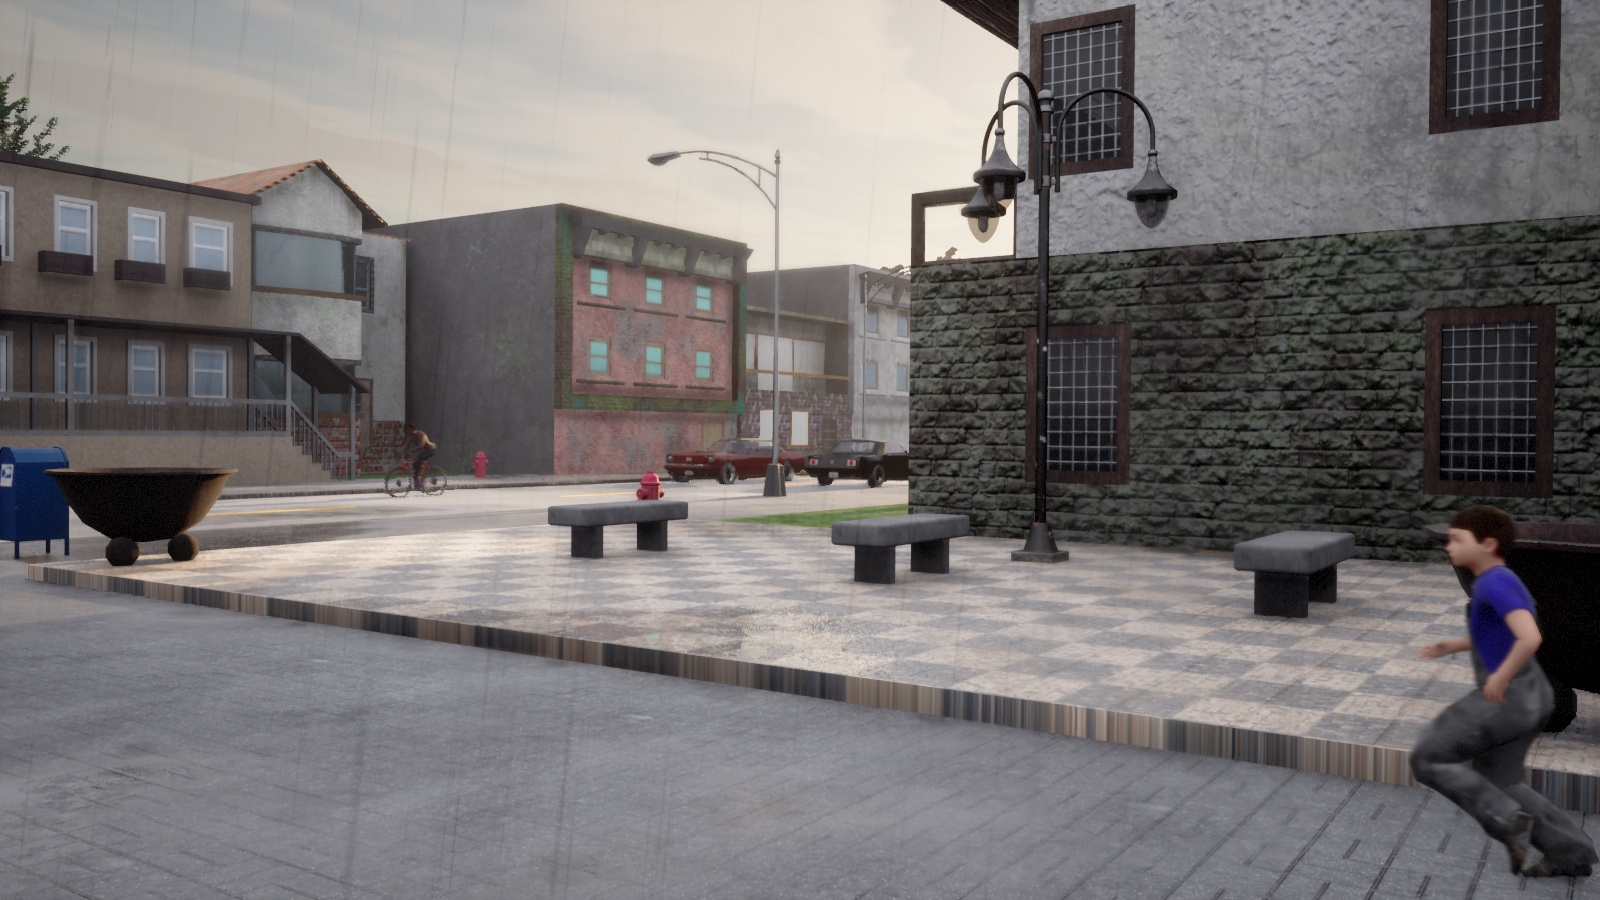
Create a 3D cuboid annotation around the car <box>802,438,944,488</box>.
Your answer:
[{"bbox_3d":[2.157,0.325,35.678,1.895,1.301,4.718,0,1,34],"label":"car"}]

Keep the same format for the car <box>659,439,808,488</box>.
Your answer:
[{"bbox_3d":[-1.872,0.346,36.851,1.895,1.301,4.718,0,1,34],"label":"car"}]

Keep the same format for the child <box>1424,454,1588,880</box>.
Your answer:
[{"bbox_3d":[2.224,0.647,3.957,0.437,1.263,0.270,0,1,31],"label":"child"}]

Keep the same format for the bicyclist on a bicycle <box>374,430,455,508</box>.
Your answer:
[{"bbox_3d":[-8.339,0.388,27.244,0.582,1.620,1.656,0,1,33],"label":"bicyclist on a bicycle"}]
